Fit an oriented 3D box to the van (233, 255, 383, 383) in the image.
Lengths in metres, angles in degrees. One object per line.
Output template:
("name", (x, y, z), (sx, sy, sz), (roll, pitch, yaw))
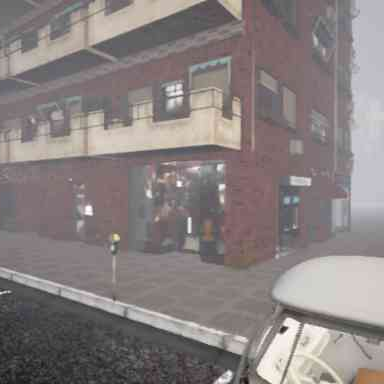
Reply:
("van", (2.038, 1.349, 1.425), (3.998, 1.788, 1.690), (1, 0, 36))
